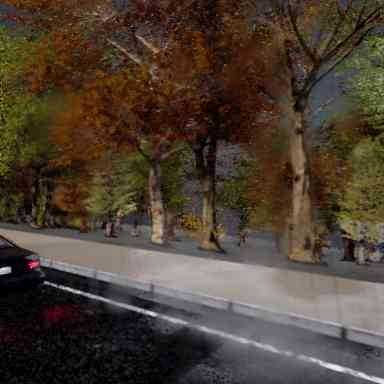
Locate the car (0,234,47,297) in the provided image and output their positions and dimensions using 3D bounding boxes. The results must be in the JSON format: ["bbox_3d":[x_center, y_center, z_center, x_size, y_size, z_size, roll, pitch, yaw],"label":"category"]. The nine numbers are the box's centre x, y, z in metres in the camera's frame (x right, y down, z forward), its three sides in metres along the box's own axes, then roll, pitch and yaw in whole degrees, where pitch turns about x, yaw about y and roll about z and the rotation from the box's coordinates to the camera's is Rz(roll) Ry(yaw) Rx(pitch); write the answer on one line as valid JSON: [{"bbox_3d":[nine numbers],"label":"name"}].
[{"bbox_3d":[-5.538,1.500,7.633,5.357,1.411,2.033,0,0,35],"label":"car"}]
